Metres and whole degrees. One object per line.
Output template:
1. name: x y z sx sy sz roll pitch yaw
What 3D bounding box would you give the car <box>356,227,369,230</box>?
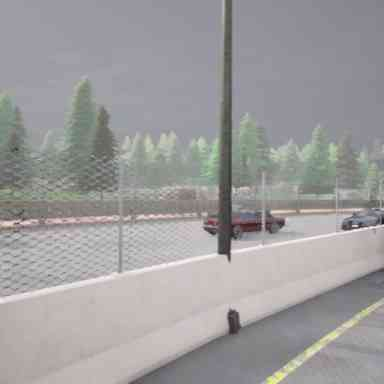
1. car: 10.348 1.660 18.960 4.181 1.385 1.994 1 0 -36
